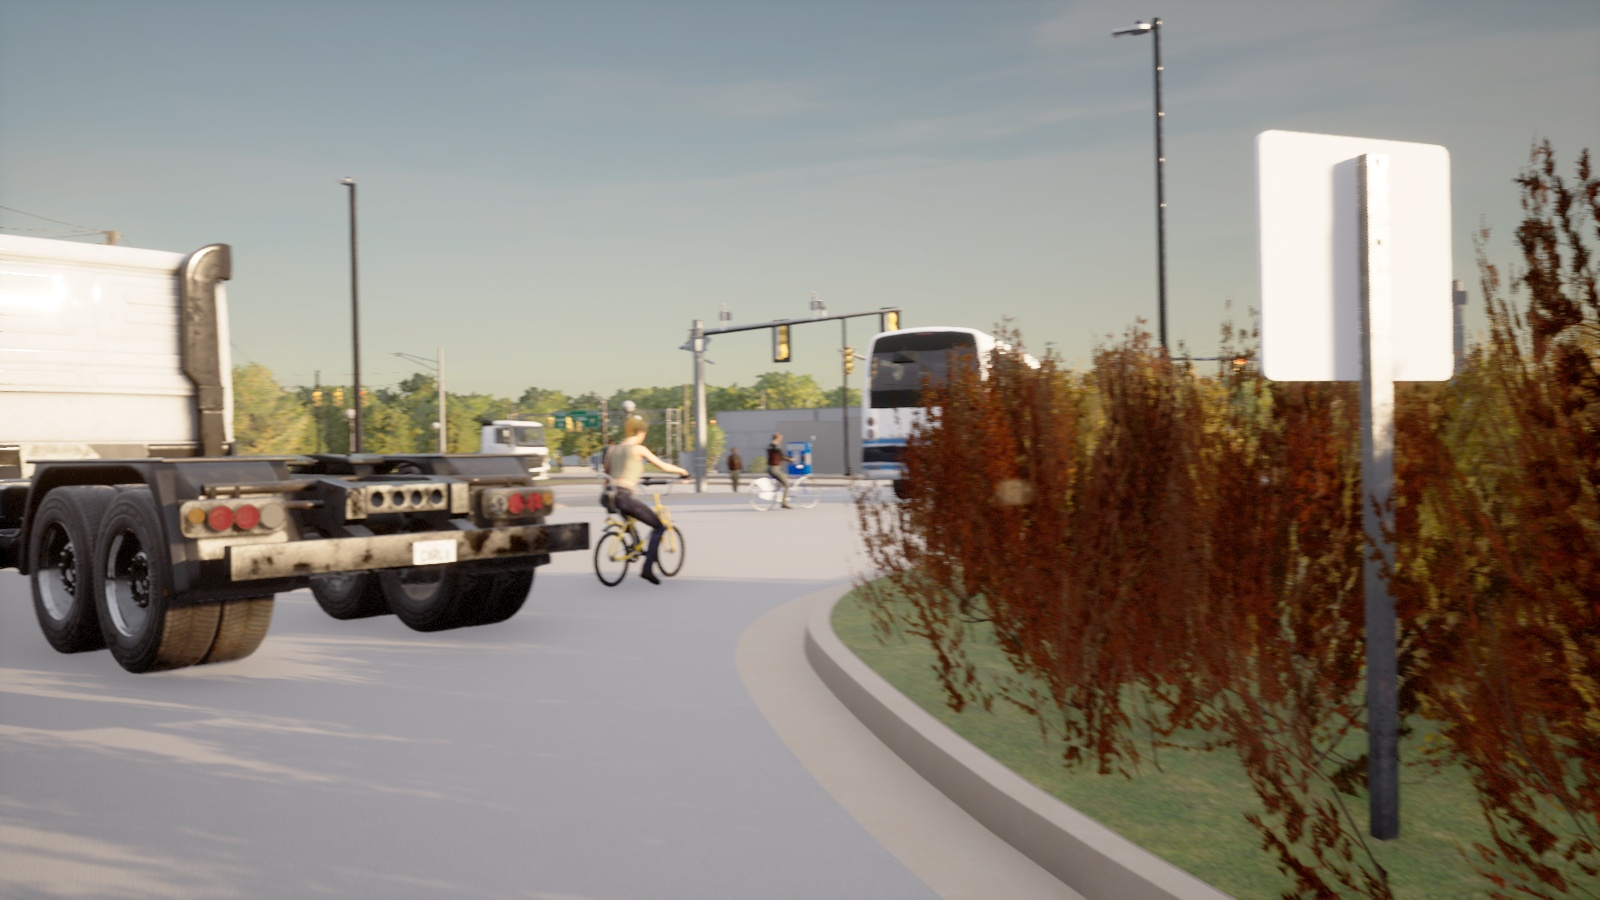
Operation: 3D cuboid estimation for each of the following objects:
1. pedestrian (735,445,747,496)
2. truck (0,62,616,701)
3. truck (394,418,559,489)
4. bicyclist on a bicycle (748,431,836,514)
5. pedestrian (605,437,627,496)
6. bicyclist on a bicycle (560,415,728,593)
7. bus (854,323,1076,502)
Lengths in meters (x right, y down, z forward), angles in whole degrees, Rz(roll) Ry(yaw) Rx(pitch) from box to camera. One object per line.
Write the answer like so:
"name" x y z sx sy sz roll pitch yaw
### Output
"pedestrian" -2.169 0.759 46.142 0.431 1.840 0.703 -1 0 -3
"truck" -5.274 -0.351 10.499 7.936 3.462 2.891 -1 0 41
"truck" -16.697 0.209 64.733 7.936 3.462 2.891 -1 -1 20
"bicyclist on a bicycle" -0.178 0.490 28.217 1.843 1.776 0.659 -2 0 -30
"pedestrian" -5.832 0.522 39.852 0.353 1.847 0.614 -1 0 33
"bicyclist on a bicycle" -1.491 0.488 12.235 0.866 1.612 1.509 -1 0 29
"bus" 5.003 -0.763 35.302 3.944 4.253 10.273 -1 -1 20
